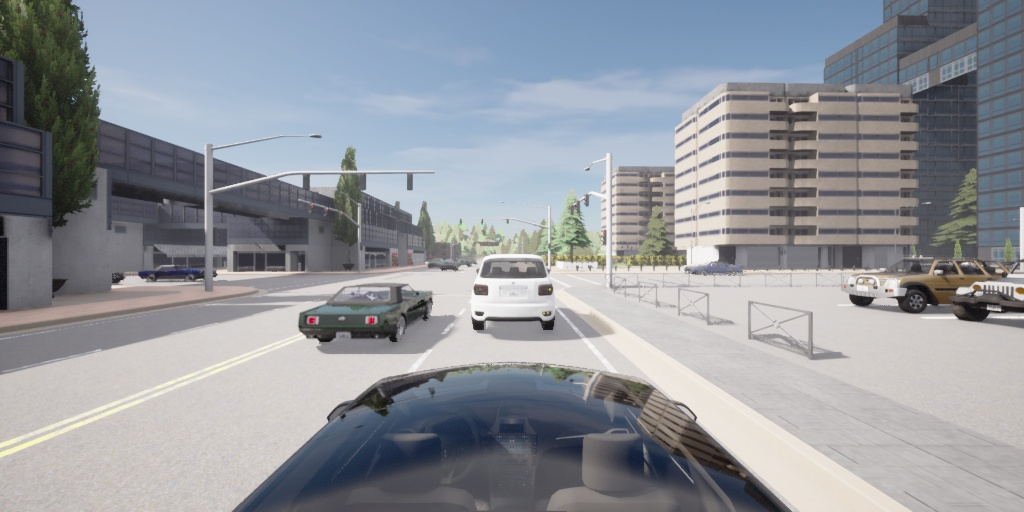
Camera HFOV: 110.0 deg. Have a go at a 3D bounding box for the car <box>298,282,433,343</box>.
[{"bbox_3d":[-3.465,1.351,9.608,1.895,1.301,4.718,0,0,0],"label":"car"}]

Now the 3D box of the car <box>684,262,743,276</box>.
[{"bbox_3d":[20.795,1.297,37.137,5.357,1.411,2.033,0,0,-2],"label":"car"}]

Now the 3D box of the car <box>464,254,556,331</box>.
[{"bbox_3d":[0.038,0.971,11.084,2.150,2.045,5.566,0,0,0],"label":"car"}]

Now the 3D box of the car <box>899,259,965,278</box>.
[{"bbox_3d":[44.137,1.314,37.725,4.181,1.385,1.994,0,0,-1],"label":"car"}]

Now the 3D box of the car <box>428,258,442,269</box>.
[{"bbox_3d":[-11.822,1.102,56.187,2.097,1.767,4.553,0,0,-1],"label":"car"}]

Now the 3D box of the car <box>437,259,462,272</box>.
[{"bbox_3d":[-8.171,1.350,47.020,1.895,1.301,4.718,0,0,-2],"label":"car"}]

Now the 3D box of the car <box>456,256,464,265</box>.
[{"bbox_3d":[-8.568,0.973,63.612,2.150,2.045,5.566,0,0,-1],"label":"car"}]

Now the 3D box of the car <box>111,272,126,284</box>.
[{"bbox_3d":[-29.470,1.350,24.380,4.718,1.301,1.895,0,0,-1],"label":"car"}]

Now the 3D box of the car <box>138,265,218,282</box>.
[{"bbox_3d":[-25.886,1.351,27.957,4.718,1.301,1.895,0,0,-1],"label":"car"}]
